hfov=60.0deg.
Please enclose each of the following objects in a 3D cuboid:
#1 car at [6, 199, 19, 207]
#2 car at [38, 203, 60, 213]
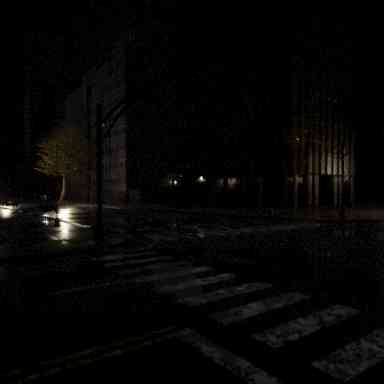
[{"bbox_3d":[-37.191,2.243,68.715,2.033,1.411,5.357,0,-1,-36],"label":"car"},{"bbox_3d":[-18.398,2.012,42.776,1.895,1.301,4.718,0,-1,-36],"label":"car"}]
